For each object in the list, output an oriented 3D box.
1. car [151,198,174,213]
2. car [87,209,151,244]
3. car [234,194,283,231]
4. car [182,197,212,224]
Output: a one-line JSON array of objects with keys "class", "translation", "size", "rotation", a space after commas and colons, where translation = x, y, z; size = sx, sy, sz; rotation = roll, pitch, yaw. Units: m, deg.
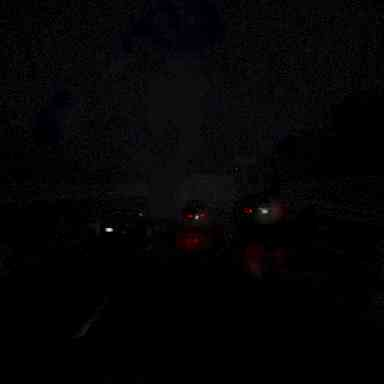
[{"class": "car", "translation": [-2.893, 1.319, 33.150], "size": [1.812, 1.442, 4.674], "rotation": [0, 0, 2]}, {"class": "car", "translation": [-3.274, 1.467, 15.254], "size": [1.994, 1.385, 4.181], "rotation": [0, 0, 1]}, {"class": "car", "translation": [3.793, 1.100, 19.798], "size": [2.150, 2.045, 5.566], "rotation": [0, 0, 1]}, {"class": "car", "translation": [0.371, 1.358, 23.566], "size": [1.837, 1.490, 4.892], "rotation": [0, 0, 1]}]
